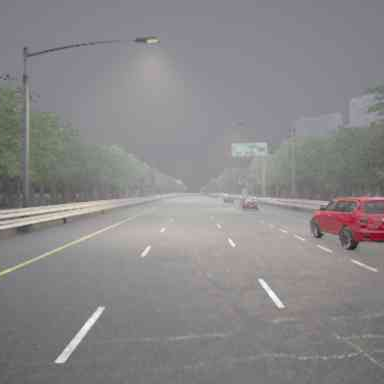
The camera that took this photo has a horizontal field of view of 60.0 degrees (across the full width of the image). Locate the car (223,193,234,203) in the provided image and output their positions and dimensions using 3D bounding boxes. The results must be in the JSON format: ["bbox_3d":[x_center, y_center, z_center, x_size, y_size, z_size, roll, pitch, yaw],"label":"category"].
[{"bbox_3d":[7.214,1.459,66.469,2.128,1.511,4.902,0,0,0],"label":"car"}]

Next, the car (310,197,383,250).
[{"bbox_3d":[7.009,1.224,14.354,2.150,2.045,5.566,0,0,0],"label":"car"}]

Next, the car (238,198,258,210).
[{"bbox_3d":[7.089,1.526,41.989,1.812,1.442,4.674,0,0,0],"label":"car"}]
